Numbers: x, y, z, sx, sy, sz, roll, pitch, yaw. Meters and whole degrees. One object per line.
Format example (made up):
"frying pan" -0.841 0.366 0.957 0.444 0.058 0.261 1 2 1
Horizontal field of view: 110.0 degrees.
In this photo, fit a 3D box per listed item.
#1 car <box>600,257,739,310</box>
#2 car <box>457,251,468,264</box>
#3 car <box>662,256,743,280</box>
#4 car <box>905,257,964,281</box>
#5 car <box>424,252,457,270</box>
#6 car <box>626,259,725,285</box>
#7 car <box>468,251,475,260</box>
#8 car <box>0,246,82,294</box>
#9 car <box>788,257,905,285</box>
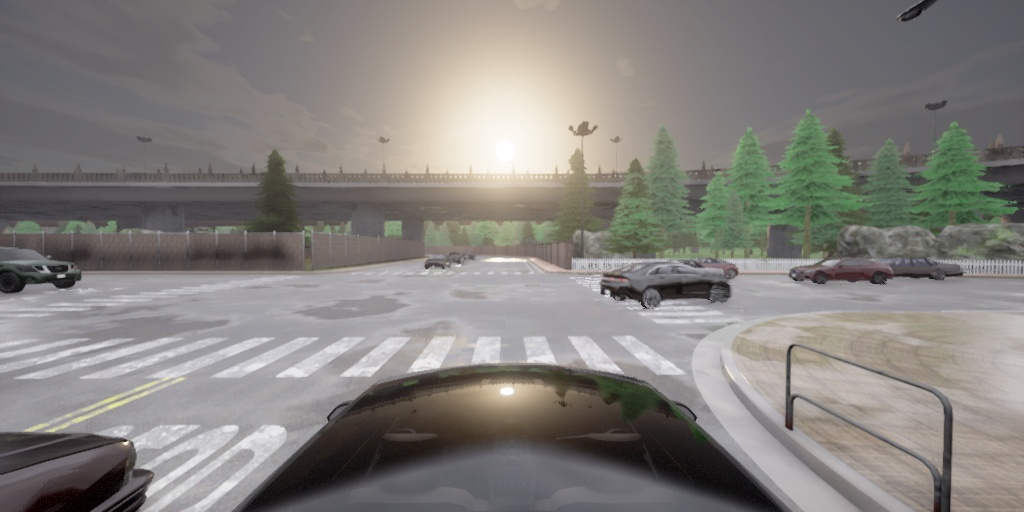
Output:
"car" 5.542 0.952 12.854 4.902 1.511 2.128 -1 1 -18
"car" -7.081 0.246 44.808 1.837 1.490 4.892 0 1 0
"car" 12.342 0.750 23.426 4.181 1.385 1.994 0 1 2
"car" 24.166 0.757 22.374 5.357 1.411 2.033 0 1 13
"car" -7.086 0.520 34.921 2.033 1.411 5.357 0 1 0
"car" 9.044 0.863 20.148 4.718 1.301 1.895 0 1 1
"car" -7.011 -0.074 57.875 2.128 1.511 4.902 0 1 1
"car" -23.409 0.572 16.415 5.566 2.045 2.150 0 1 0
"car" 17.968 0.799 19.698 4.674 1.442 1.812 0 1 5
